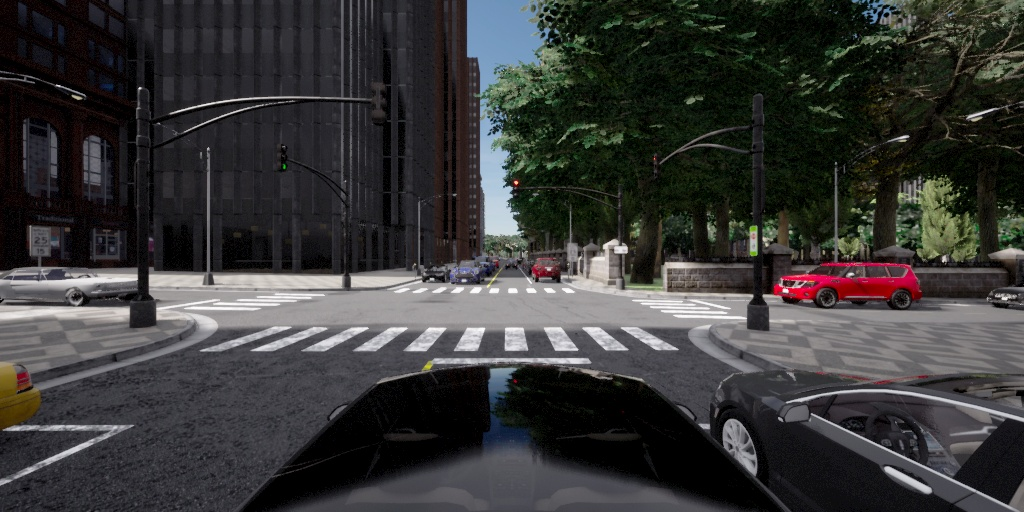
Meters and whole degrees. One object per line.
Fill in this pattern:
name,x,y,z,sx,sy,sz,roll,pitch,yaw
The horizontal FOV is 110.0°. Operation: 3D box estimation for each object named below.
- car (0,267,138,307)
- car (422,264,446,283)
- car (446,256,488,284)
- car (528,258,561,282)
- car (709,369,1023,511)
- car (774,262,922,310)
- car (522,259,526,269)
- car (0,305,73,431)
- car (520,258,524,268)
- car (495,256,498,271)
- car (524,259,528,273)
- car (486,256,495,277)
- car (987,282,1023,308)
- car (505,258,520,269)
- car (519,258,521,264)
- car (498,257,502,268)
car,-16.479,1.069,13.130,4.718,1.301,1.895,1,0,-1
car,-5.851,1.326,28.389,1.948,1.339,4.313,0,0,0
car,-3.248,1.111,26.826,2.097,1.767,4.553,0,0,1
car,2.674,1.075,28.428,2.192,1.841,5.009,0,0,0
car,2.764,1.300,1.763,2.007,1.370,4.403,0,0,0
car,15.437,1.313,16.616,5.566,2.045,2.150,1,0,-1
car,2.618,1.329,44.796,2.007,1.370,4.403,0,0,0
car,-5.760,1.275,1.555,1.751,1.417,4.829,0,0,0
car,2.599,1.335,50.253,2.007,1.370,4.403,0,0,0
car,-3.242,1.133,46.768,2.097,1.767,4.553,0,0,0
car,2.637,1.338,39.340,1.948,1.339,4.313,0,0,0
car,-3.213,0.991,36.585,2.150,2.045,5.566,0,0,0
car,25.351,1.800,16.701,4.892,1.490,1.837,1,0,0
car,-0.089,1.393,58.000,1.895,1.301,4.718,0,0,0
car,2.581,1.230,55.710,1.967,1.591,4.097,0,0,0
car,-3.250,1.012,58.873,2.150,2.045,5.566,0,0,-1
